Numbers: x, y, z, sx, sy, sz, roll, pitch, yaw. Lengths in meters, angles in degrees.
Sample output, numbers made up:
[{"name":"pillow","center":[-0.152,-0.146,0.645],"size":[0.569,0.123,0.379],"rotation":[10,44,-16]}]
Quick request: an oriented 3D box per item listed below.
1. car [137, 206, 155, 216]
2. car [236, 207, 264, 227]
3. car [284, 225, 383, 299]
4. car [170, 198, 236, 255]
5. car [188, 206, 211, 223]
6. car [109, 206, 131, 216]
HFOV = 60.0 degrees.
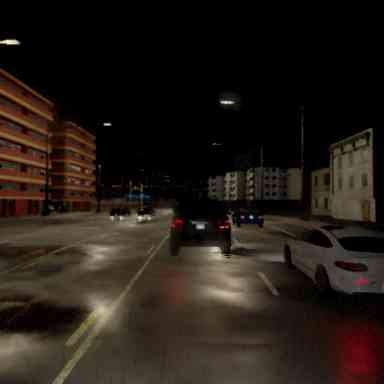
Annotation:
[{"name":"car","center":[-6.137,2.595,45.009],"size":[1.994,1.385,4.181],"rotation":[0,-3,1]},{"name":"car","center":[4.074,1.821,24.899],"size":[2.033,1.411,5.357],"rotation":[0,-2,2]},{"name":"car","center":[3.700,1.565,8.390],"size":[1.812,1.442,4.674],"rotation":[0,0,2]},{"name":"car","center":[0.348,1.268,13.630],"size":[2.150,2.045,5.566],"rotation":[0,-1,1]},{"name":"car","center":[0.720,1.996,30.591],"size":[1.994,1.385,4.181],"rotation":[0,-2,1]},{"name":"car","center":[-9.639,2.559,45.046],"size":[2.033,1.411,5.357],"rotation":[0,-3,1]}]
